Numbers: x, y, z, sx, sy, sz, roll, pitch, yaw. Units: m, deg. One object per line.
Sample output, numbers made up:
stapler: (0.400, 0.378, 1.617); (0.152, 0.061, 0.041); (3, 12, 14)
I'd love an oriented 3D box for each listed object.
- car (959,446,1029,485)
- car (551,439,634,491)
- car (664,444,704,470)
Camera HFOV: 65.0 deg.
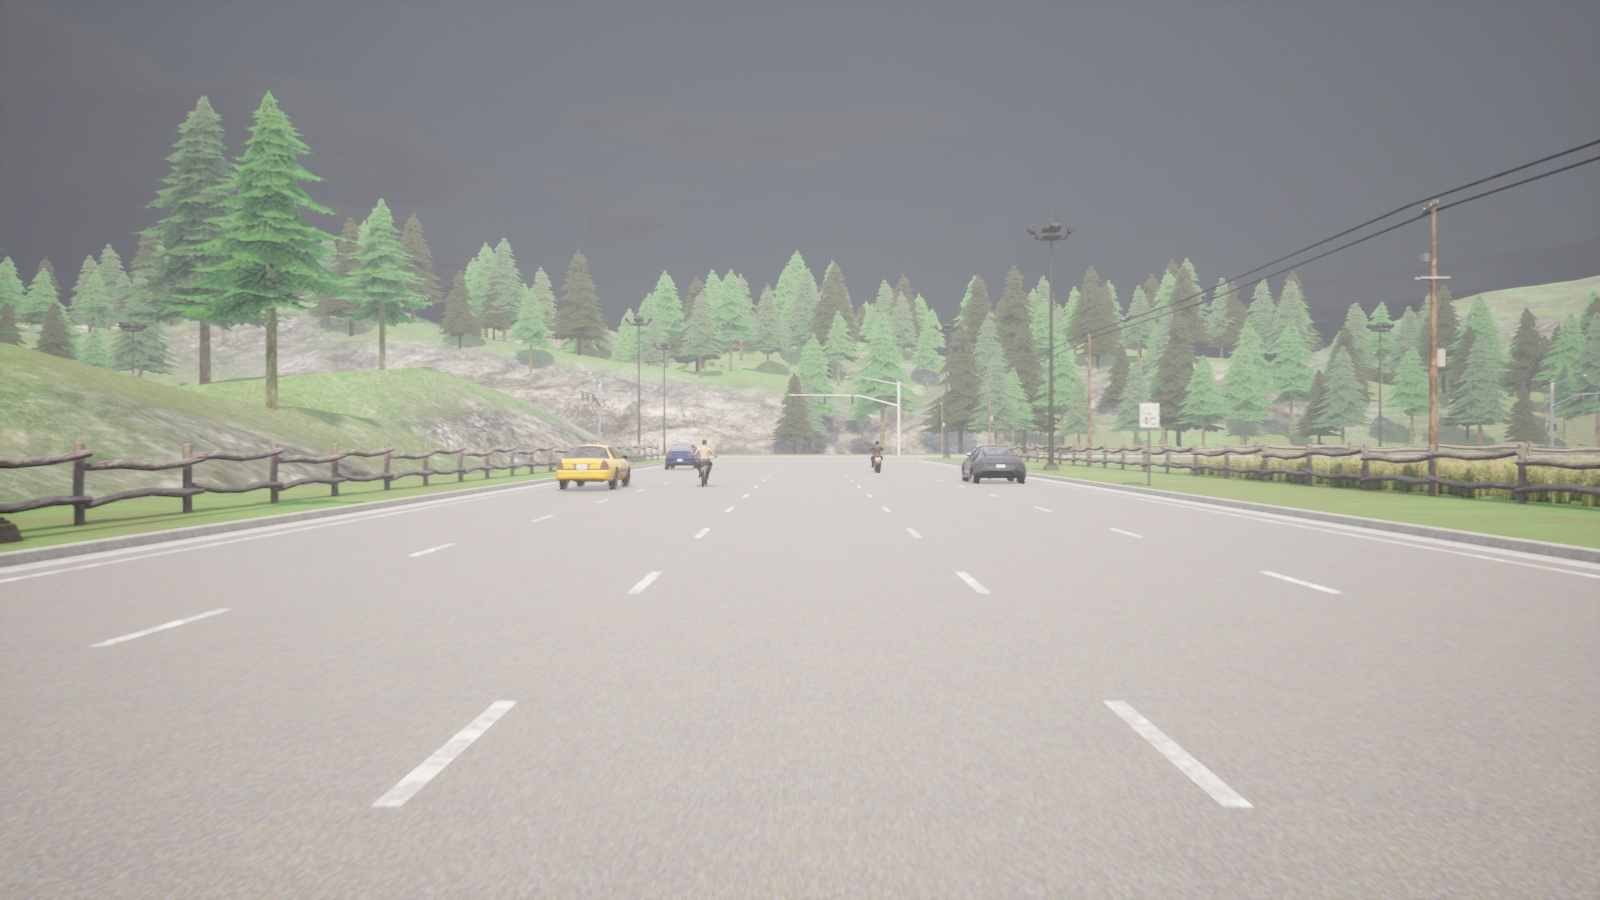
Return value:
car: (7.284, 0.548, 47.514); (1.994, 1.385, 4.181); (0, 0, 0)
car: (-6.751, 0.446, 41.347); (1.801, 1.575, 5.366); (0, 0, 0)
car: (-6.582, 0.364, 71.395); (1.812, 1.442, 4.674); (0, 0, 0)
